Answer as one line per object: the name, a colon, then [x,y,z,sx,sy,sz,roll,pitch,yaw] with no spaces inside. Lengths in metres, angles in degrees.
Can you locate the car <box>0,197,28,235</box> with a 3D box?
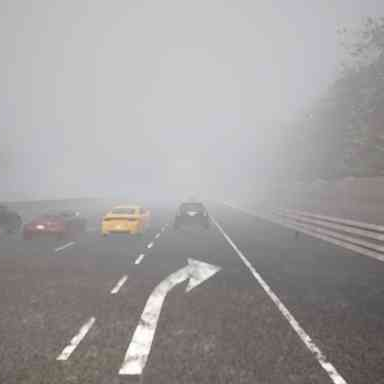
car: [-10.407,1.226,15.867,2.150,2.045,5.566,0,0,0]

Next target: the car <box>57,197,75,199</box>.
car: [-24.529,1.652,66.322,1.895,1.301,4.718,0,0,0]

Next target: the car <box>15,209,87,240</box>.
car: [-6.905,1.569,17.170,1.994,1.385,4.181,0,0,0]

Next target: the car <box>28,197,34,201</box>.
car: [-31.527,1.613,62.443,2.128,1.511,4.902,0,0,0]

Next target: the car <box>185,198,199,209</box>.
car: [-0.023,1.562,46.574,1.837,1.490,4.892,0,0,0]

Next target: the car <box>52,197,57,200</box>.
car: [-28.031,1.661,70.568,2.033,1.411,5.357,0,0,0]

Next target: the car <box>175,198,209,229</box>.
car: [-0.010,1.361,21.854,2.097,1.767,4.553,0,0,0]

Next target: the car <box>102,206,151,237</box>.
car: [-3.406,1.484,18.039,1.882,1.535,5.008,0,0,0]
